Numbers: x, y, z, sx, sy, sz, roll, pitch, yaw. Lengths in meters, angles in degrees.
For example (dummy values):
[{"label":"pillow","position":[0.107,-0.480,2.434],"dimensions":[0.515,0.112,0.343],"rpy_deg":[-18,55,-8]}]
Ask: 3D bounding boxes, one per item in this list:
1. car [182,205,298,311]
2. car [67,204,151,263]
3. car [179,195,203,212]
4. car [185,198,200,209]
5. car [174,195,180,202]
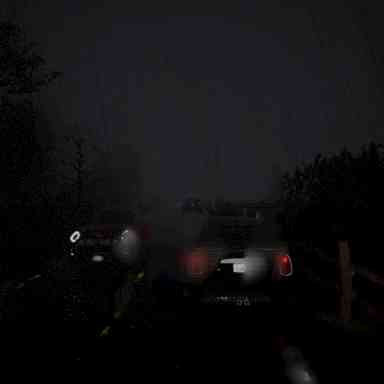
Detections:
[{"label":"car","position":[0.898,1.350,7.940],"dimensions":[2.097,1.767,4.553],"rpy_deg":[0,0,1]},{"label":"car","position":[-2.754,1.350,11.964],"dimensions":[2.097,1.767,4.553],"rpy_deg":[0,0,0]},{"label":"car","position":[0.063,1.331,35.387],"dimensions":[2.097,1.767,4.553],"rpy_deg":[0,0,0]},{"label":"car","position":[0.046,1.565,45.351],"dimensions":[1.895,1.301,4.718],"rpy_deg":[0,0,0]},{"label":"car","position":[-2.769,1.399,70.223],"dimensions":[2.128,1.511,4.902],"rpy_deg":[0,0,0]}]
